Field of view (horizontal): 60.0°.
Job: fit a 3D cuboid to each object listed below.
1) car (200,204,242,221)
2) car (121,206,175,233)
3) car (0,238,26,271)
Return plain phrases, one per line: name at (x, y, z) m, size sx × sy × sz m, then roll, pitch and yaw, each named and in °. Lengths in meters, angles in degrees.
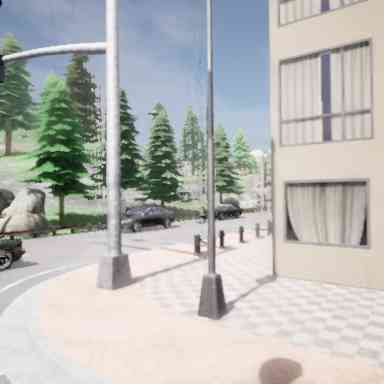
car at (2.686, 1.804, 29.863) m, size 1.895 × 1.301 × 4.718 m, roll -1°, pitch -1°, yaw 35°
car at (-3.126, 1.693, 21.512) m, size 2.128 × 1.511 × 4.902 m, roll -1°, pitch 0°, yaw 35°
car at (-7.242, 1.744, 9.179) m, size 1.895 × 1.301 × 4.718 m, roll -1°, pitch -1°, yaw 34°
